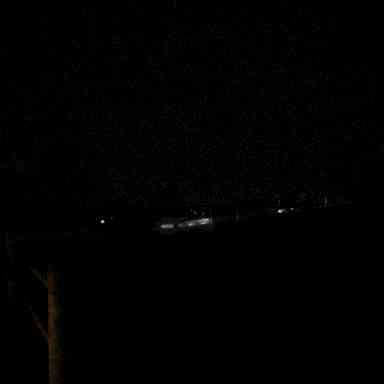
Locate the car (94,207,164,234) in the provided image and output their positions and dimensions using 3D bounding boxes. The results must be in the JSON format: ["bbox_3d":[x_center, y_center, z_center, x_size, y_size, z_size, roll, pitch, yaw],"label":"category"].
[{"bbox_3d":[-3.536,1.535,19.152,1.994,1.385,4.181,-3,-2,36],"label":"car"}]

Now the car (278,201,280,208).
[{"bbox_3d":[14.577,1.309,49.211,2.150,2.045,5.566,-3,-2,36],"label":"car"}]

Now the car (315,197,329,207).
[{"bbox_3d":[19.859,1.543,51.844,2.033,1.411,5.357,-3,-2,36],"label":"car"}]

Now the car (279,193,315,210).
[{"bbox_3d":[13.807,1.206,43.330,2.150,2.045,5.566,-3,-2,36],"label":"car"}]

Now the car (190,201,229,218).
[{"bbox_3d":[1.685,1.592,31.342,1.837,1.490,4.892,-3,-2,36],"label":"car"}]
